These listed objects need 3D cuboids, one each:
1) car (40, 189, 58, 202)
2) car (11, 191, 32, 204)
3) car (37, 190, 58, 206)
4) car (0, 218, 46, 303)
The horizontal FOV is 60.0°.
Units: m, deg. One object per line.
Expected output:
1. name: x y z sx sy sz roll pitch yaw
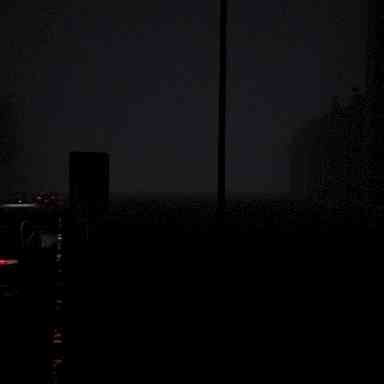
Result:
1. car: -19.503 0.419 45.566 2.128 1.511 4.902 0 1 -22
2. car: -19.917 0.598 39.125 2.033 1.411 5.357 0 1 -22
3. car: -15.667 0.689 35.986 1.812 1.442 4.674 0 1 -21
4. car: -4.433 1.329 7.398 2.128 1.511 4.902 0 1 -22
